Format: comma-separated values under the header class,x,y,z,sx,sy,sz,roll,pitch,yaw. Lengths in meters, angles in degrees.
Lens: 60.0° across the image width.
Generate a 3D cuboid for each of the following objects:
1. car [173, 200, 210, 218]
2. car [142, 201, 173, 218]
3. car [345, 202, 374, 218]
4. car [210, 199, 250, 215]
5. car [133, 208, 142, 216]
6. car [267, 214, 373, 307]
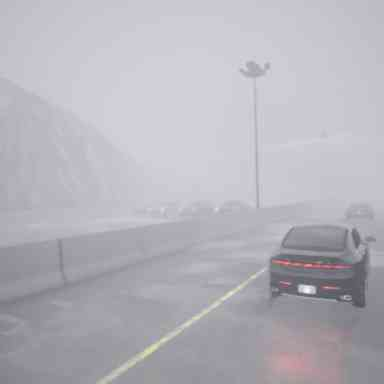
class,x,y,z,sx,sy,sz,roll,pitch,yaw
car,0.471,1.611,32.503,2.097,1.767,4.553,-1,-1,29
car,-2.602,1.691,34.176,2.097,1.767,4.553,-1,-1,29
car,13.523,1.497,26.785,1.994,1.385,4.181,-1,-1,29
car,3.926,1.529,31.524,2.097,1.767,4.553,-1,-1,29
car,-4.635,2.012,37.733,1.895,1.301,4.718,-1,-1,29
car,3.258,1.503,8.139,1.837,1.490,4.892,-1,0,29
